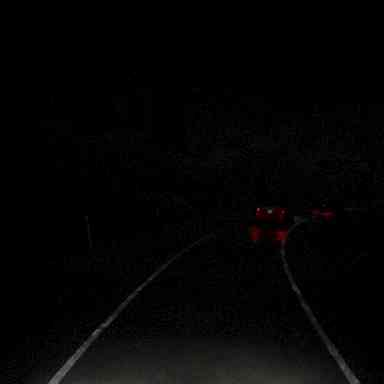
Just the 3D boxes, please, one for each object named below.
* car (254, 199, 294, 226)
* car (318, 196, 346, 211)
[{"bbox_3d":[5.842,1.244,23.157,2.097,1.767,4.553,3,2,24],"label":"car"},{"bbox_3d":[15.820,1.229,37.581,1.812,1.442,4.674,6,5,43],"label":"car"}]
